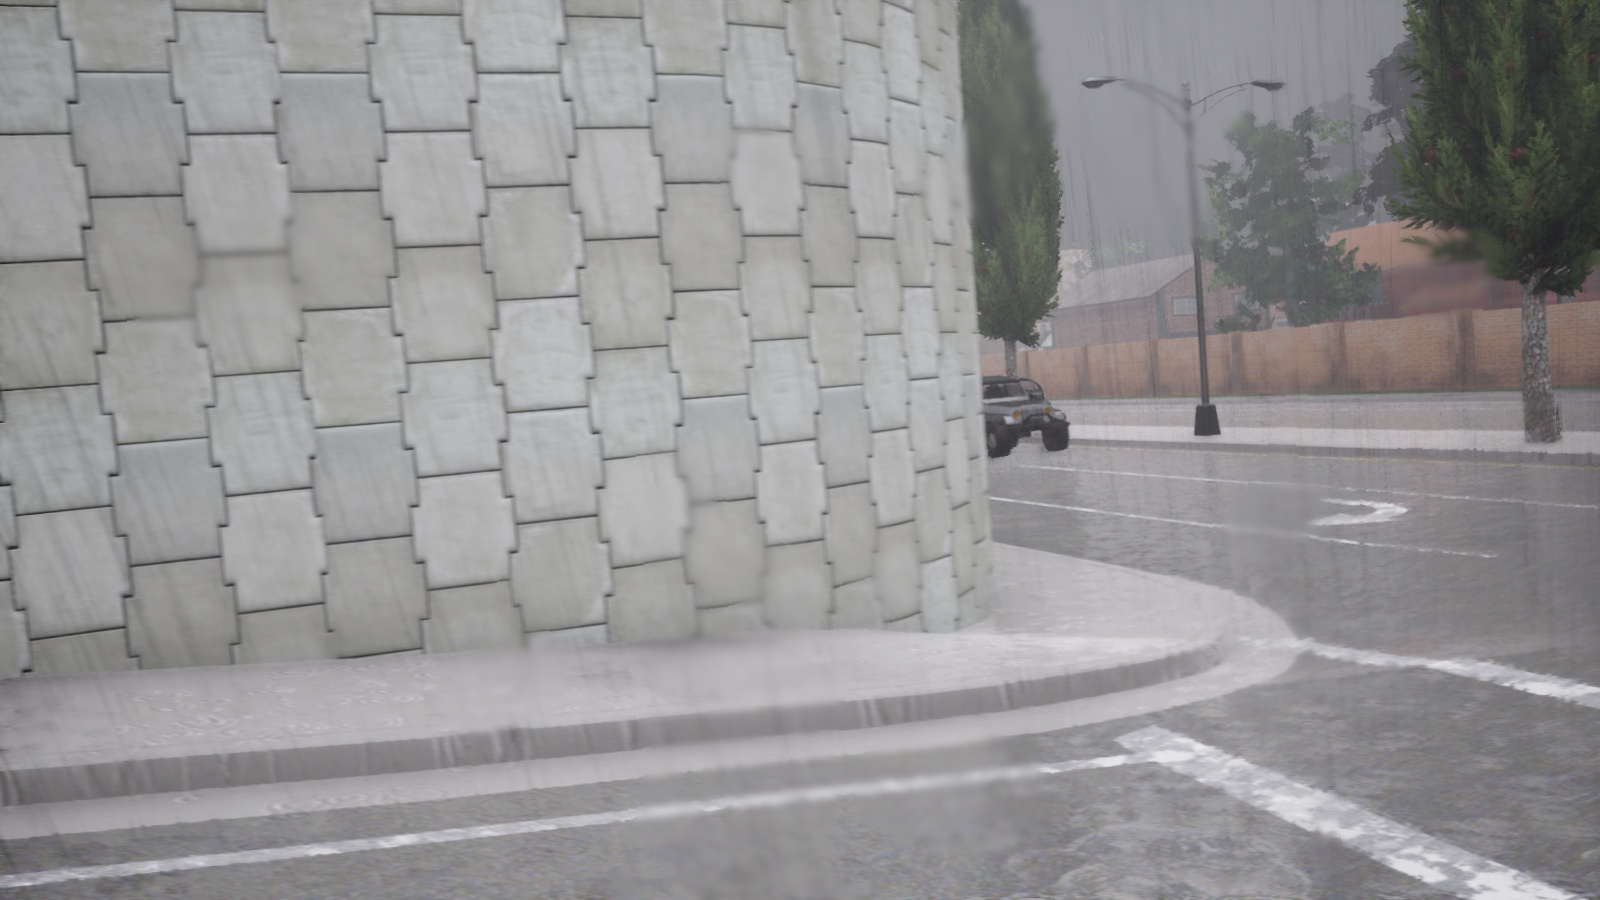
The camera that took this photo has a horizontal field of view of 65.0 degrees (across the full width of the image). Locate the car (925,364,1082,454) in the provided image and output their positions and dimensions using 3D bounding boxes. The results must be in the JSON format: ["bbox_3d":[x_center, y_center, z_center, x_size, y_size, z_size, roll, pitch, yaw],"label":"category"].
[{"bbox_3d":[4.838,-0.976,30.423,1.905,1.878,3.866,-7,4,-21],"label":"car"}]

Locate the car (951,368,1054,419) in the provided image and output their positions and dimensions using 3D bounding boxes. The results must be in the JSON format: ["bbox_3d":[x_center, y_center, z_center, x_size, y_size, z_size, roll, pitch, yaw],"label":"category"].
[{"bbox_3d":[7.360,-2.029,46.120,1.851,1.617,3.988,-7,4,-21],"label":"car"}]
